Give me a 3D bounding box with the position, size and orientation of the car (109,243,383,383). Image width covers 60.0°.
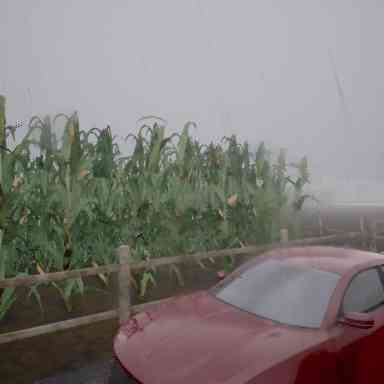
[{"bbox_3d":[1.490,1.477,4.138,5.008,1.535,1.882,0,0,-36],"label":"car"}]
